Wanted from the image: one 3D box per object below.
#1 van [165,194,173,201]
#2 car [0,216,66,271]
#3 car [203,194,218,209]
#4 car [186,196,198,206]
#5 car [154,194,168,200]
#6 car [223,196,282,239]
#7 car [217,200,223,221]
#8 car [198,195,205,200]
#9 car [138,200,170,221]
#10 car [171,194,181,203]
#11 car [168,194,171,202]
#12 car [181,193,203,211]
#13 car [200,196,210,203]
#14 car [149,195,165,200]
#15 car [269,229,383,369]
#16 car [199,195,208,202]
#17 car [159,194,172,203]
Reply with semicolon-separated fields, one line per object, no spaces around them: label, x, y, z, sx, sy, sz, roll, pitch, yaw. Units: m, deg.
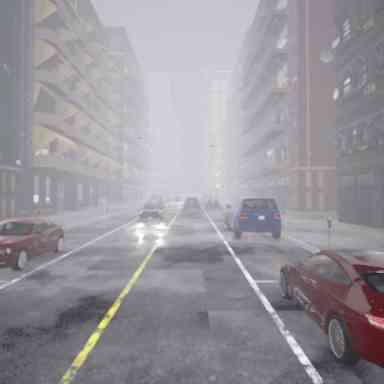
van;-5.686;1.334;83.035;1.690;1.788;3.998;1;0;0
car;-5.678;1.548;11.008;1.887;1.381;4.507;1;0;0
car;2.699;1.443;44.305;1.967;1.590;4.097;1;0;0
car;0.037;1.479;54.479;1.882;1.535;5.008;0;0;1
car;-5.681;1.316;55.332;2.192;1.841;5.009;1;0;0
car;3.103;1.231;17.502;2.150;2.045;5.566;0;0;0
car;3.144;1.529;24.473;1.812;1.442;4.674;0;0;0
car;2.689;1.533;94.170;1.887;1.381;4.507;1;0;0
car;-3.102;1.604;26.835;1.895;1.301;4.718;0;0;0
car;-3.014;1.476;67.591;1.837;1.490;4.892;0;0;0
car;-5.687;1.523;66.244;1.752;1.417;4.829;1;0;0
car;0.054;1.358;41.107;2.097;1.767;4.553;0;0;1
car;2.692;1.547;72.008;2.008;1.369;4.403;1;0;0
car;-5.685;1.553;49.792;2.008;1.369;4.403;1;0;0
car;2.702;1.584;5.520;1.802;1.307;4.206;1;0;0
car;2.692;1.520;77.718;1.752;1.417;4.829;1;0;0
car;-5.684;1.311;71.954;2.192;1.841;5.009;1;0;0
